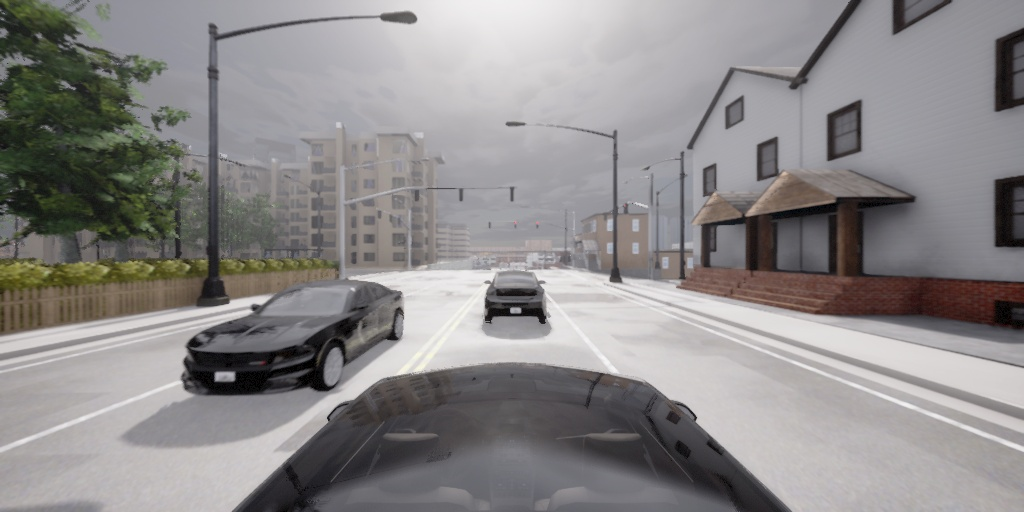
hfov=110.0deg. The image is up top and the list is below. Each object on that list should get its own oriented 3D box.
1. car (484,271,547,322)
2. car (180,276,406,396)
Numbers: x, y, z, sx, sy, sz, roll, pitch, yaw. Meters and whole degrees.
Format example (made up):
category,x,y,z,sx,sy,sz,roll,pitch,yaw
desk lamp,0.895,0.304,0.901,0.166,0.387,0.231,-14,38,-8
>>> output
category,x,y,z,sx,sy,sz,roll,pitch,yaw
car,0.103,1.237,12.132,1.837,1.490,4.892,0,0,0
car,-3.586,1.219,6.979,1.882,1.535,5.008,0,0,0
